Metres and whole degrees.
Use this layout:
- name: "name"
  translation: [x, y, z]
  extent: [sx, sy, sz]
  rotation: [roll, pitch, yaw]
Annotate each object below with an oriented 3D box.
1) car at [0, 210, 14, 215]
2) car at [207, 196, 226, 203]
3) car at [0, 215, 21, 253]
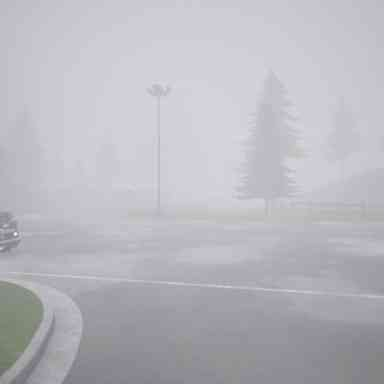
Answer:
- name: "car"
  translation: [-11.277, 1.224, 16.030]
  extent: [5.566, 2.045, 2.150]
  rotation: [0, 0, 13]
- name: "car"
  translation: [5.003, 1.486, 69.509]
  extent: [2.128, 1.511, 4.902]
  rotation: [0, 0, -33]
- name: "car"
  translation: [-8.600, 1.601, 11.800]
  extent: [4.718, 1.301, 1.895]
  rotation: [0, 0, 13]
